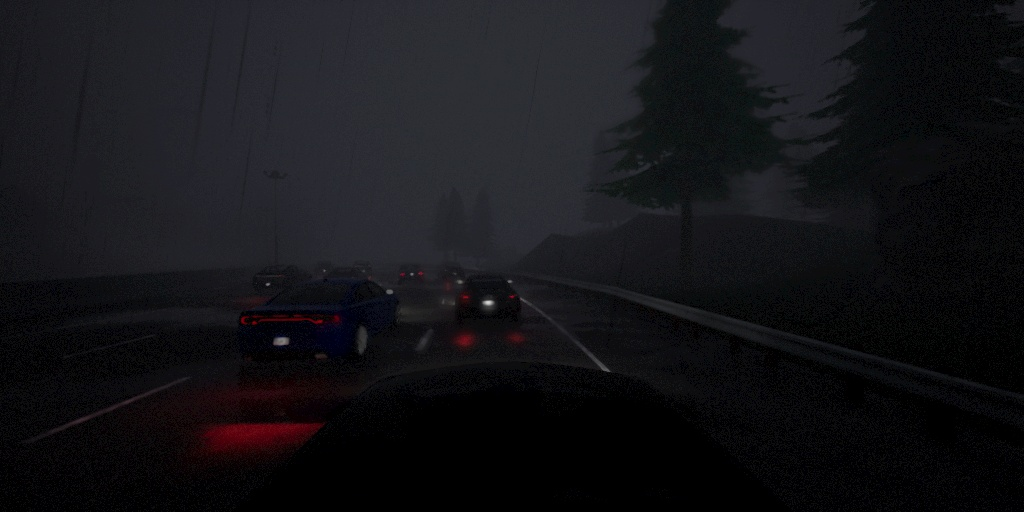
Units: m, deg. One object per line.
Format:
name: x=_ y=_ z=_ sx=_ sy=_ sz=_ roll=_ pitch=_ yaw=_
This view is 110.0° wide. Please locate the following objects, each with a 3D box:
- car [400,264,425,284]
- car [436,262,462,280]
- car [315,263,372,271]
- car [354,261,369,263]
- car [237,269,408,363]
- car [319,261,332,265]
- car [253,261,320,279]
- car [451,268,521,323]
car: x=-7.518 y=1.278 z=26.613 sx=2.033 sy=1.411 sz=5.357 roll=0 pitch=0 yaw=-18
car: x=-5.194 y=1.235 z=30.428 sx=1.812 sy=1.442 sz=4.674 roll=0 pitch=0 yaw=-19
car: x=-9.655 y=1.319 z=20.935 sx=1.994 sy=1.385 sz=4.181 roll=0 pitch=0 yaw=-13
car: x=-15.903 y=1.239 z=37.869 sx=2.128 sy=1.511 sz=4.902 roll=0 pitch=0 yaw=-26
car: x=-3.968 y=1.233 z=8.314 sx=1.882 sy=1.535 sz=5.008 roll=0 pitch=0 yaw=-5
car: x=-20.474 y=1.274 z=39.036 sx=1.837 sy=1.490 sz=4.892 roll=0 pitch=0 yaw=-29
car: x=-13.240 y=1.266 z=20.968 sx=2.128 sy=1.511 sz=4.902 roll=0 pitch=0 yaw=-14
car: x=-0.872 y=1.294 z=12.118 sx=1.994 sy=1.385 sz=4.181 roll=0 pitch=0 yaw=-6
